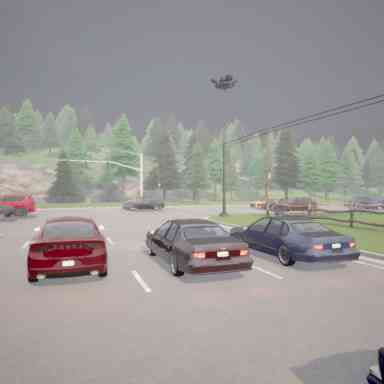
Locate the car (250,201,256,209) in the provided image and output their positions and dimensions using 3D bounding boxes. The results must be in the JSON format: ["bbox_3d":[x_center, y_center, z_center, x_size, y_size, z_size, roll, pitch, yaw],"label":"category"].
[{"bbox_3d":[10.077,1.476,44.391,5.008,1.535,1.882,0,0,-19],"label":"car"}]

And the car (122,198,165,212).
[{"bbox_3d":[-5.528,1.488,38.083,4.902,1.511,2.128,0,0,-25],"label":"car"}]

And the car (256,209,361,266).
[{"bbox_3d":[3.183,1.547,11.637,2.033,1.411,5.357,0,0,-20],"label":"car"}]

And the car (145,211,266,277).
[{"bbox_3d":[-0.093,1.547,10.397,2.033,1.411,5.357,0,0,-20],"label":"car"}]

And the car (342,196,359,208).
[{"bbox_3d":[23.401,1.487,45.302,4.902,1.511,2.128,0,0,-19],"label":"car"}]

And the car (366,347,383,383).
[{"bbox_3d":[3.216,1.601,1.288,1.895,1.301,4.718,0,0,-20],"label":"car"}]

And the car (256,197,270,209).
[{"bbox_3d":[10.760,1.524,40.892,4.674,1.442,1.812,0,0,-18],"label":"car"}]

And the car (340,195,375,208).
[{"bbox_3d":[24.560,1.350,49.401,4.553,1.767,2.097,0,0,-19],"label":"car"}]

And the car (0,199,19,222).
[{"bbox_3d":[-15.888,1.488,24.690,4.902,1.511,2.128,0,0,-31],"label":"car"}]

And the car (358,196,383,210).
[{"bbox_3d":[23.925,1.477,41.781,5.008,1.535,1.882,0,0,-19],"label":"car"}]

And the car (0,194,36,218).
[{"bbox_3d":[-16.413,1.218,28.483,5.566,2.045,2.150,0,0,-30],"label":"car"}]

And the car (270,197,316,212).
[{"bbox_3d":[11.666,1.351,37.519,4.553,1.767,2.097,0,0,-20],"label":"car"}]

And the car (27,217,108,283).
[{"bbox_3d":[-3.636,1.477,9.926,1.882,1.535,5.008,0,0,-19],"label":"car"}]
